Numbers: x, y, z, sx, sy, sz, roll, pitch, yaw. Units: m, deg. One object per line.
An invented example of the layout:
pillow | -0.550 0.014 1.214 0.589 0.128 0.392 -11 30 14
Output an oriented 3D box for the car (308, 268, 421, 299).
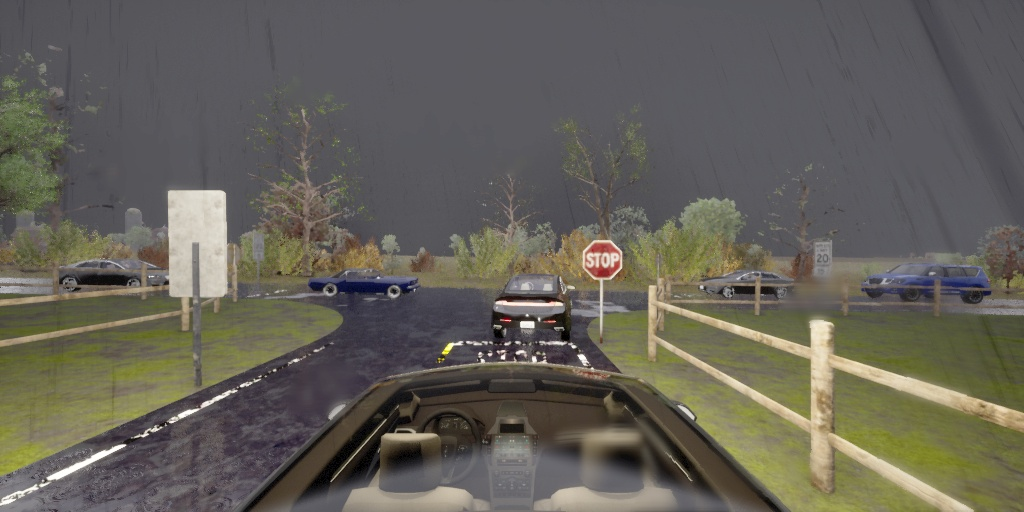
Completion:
car | -6.823 1.248 17.004 4.718 1.301 1.895 1 1 0

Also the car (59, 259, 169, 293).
car | -18.490 0.885 17.020 4.902 1.511 2.128 1 1 0

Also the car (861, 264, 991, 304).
car | 22.899 1.466 19.922 5.566 2.045 2.150 1 1 0

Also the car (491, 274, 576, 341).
car | 0.706 1.240 9.973 2.128 1.511 4.902 0 0 9

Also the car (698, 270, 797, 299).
car | 13.003 1.525 19.932 4.902 1.511 2.128 1 1 0
